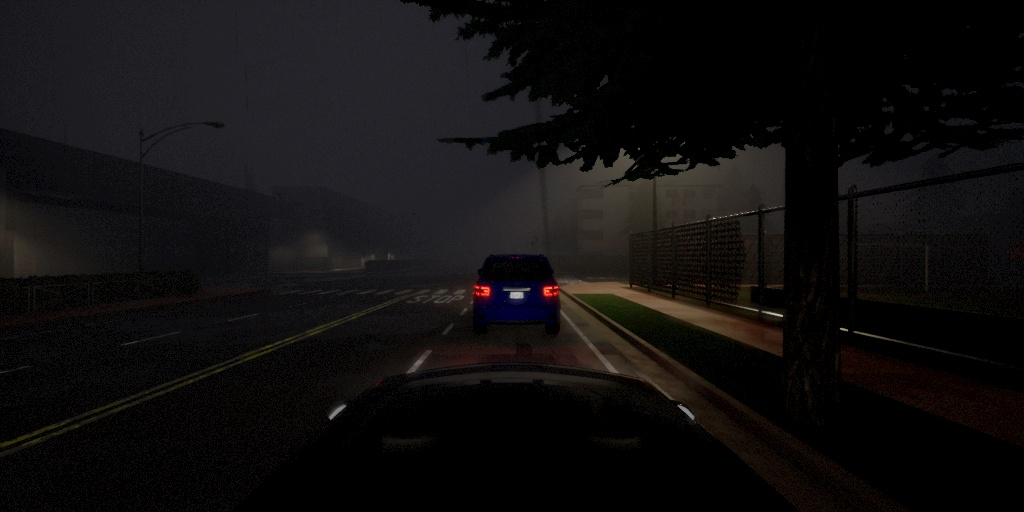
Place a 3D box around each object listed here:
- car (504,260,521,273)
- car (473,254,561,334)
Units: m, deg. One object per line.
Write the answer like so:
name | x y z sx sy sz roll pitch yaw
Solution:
car | 0.032 1.242 45.583 2.128 1.511 4.902 0 0 0
car | 0.117 0.972 10.707 2.150 2.045 5.566 0 0 0
